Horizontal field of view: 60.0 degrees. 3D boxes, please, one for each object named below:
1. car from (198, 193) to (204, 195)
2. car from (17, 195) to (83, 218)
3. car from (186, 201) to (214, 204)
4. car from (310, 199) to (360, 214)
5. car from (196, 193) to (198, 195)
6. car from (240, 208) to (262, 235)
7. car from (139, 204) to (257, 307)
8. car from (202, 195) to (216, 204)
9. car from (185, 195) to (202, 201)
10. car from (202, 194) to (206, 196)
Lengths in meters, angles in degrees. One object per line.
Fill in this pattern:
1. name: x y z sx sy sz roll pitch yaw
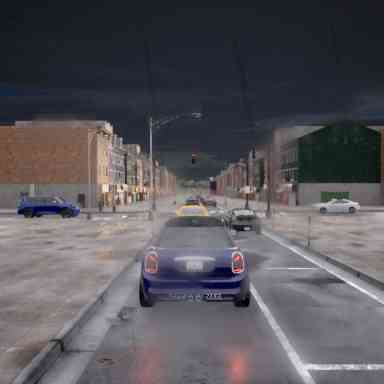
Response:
1. car: 2.820 1.556 72.863 1.887 1.381 4.507 -1 0 0
2. car: -12.856 1.335 30.275 5.566 2.045 2.150 0 1 0
3. car: 0.067 1.473 17.997 1.882 1.535 5.008 0 0 1
4. car: 14.245 1.405 33.154 4.674 1.442 1.812 0 1 -2
5. car: 2.880 1.571 94.993 2.008 1.369 4.403 -1 0 0
6. car: 2.672 1.546 18.288 2.008 1.369 4.403 -1 0 0
7. car: 0.069 1.349 8.122 2.097 1.767 4.553 0 0 1
8. car: 2.760 1.547 50.733 1.887 1.381 4.507 -1 0 0
9. car: 0.115 1.505 47.364 1.837 1.490 4.892 0 0 1
10. car: 2.790 1.589 61.798 1.802 1.307 4.206 -1 0 0
